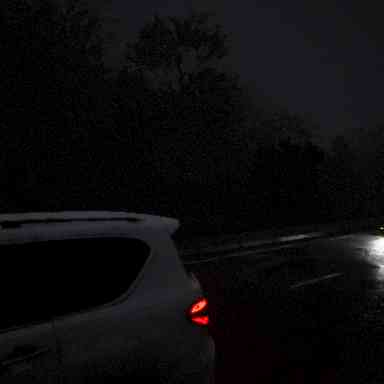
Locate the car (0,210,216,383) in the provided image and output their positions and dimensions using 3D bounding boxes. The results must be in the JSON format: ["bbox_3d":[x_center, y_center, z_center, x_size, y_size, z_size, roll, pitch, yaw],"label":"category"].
[{"bbox_3d":[-2.413,1.223,2.244,5.566,2.045,2.150,-1,0,-34],"label":"car"}]

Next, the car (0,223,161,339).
[{"bbox_3d":[-3.146,1.499,6.039,4.892,1.490,1.837,0,0,-35],"label":"car"}]

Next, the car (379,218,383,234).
[{"bbox_3d":[10.815,1.339,15.964,4.181,1.385,1.994,-1,1,-35],"label":"car"}]
